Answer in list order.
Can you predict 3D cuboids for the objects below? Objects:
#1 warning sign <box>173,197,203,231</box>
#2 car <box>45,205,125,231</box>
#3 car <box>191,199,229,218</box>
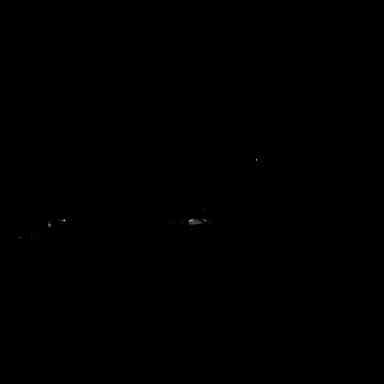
[{"bbox_3d":[-0.231,1.216,19.225,1.300,1.860,1.060,1,1,35],"label":"warning sign"},{"bbox_3d":[-6.249,1.525,19.961,2.128,1.511,4.902,1,0,37],"label":"car"},{"bbox_3d":[1.633,1.445,31.089,2.097,1.767,4.553,1,0,35],"label":"car"}]
